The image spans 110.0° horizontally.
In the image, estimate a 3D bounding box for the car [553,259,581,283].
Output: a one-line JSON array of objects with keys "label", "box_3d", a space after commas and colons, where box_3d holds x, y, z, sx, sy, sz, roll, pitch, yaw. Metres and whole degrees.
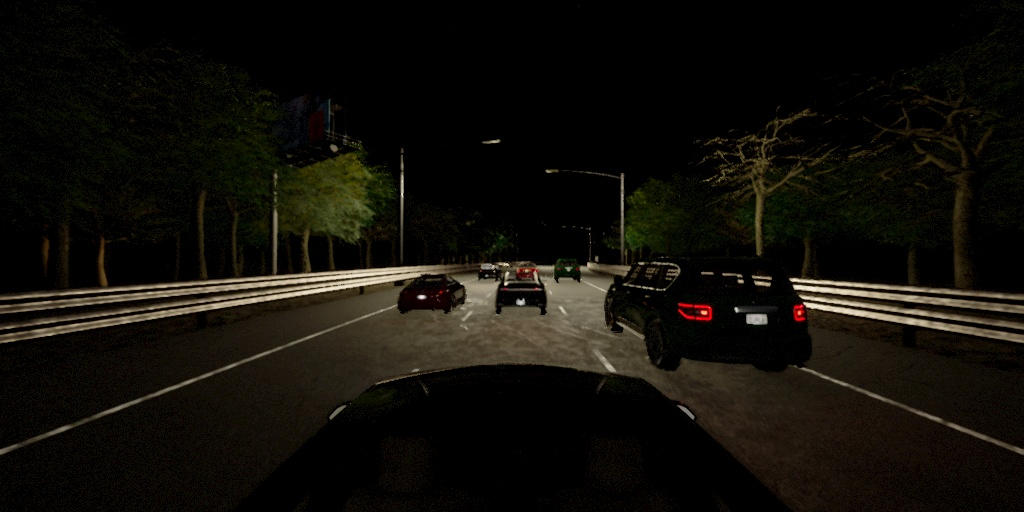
[{"label": "car", "box_3d": [4.933, 1.286, 32.495, 2.150, 2.045, 5.566, 0, -1, 5]}]

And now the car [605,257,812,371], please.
[{"label": "car", "box_3d": [3.682, 1.038, 7.987, 2.150, 2.045, 5.566, 0, 0, 1]}]

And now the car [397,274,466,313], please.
[{"label": "car", "box_3d": [-3.113, 1.442, 14.656, 1.994, 1.385, 4.181, 0, -1, 2]}]

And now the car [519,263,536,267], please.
[{"label": "car", "box_3d": [1.502, 1.423, 33.298, 2.097, 1.767, 4.553, 0, -1, 5]}]

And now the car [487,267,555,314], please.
[{"label": "car", "box_3d": [0.383, 1.370, 14.483, 2.128, 1.511, 4.902, 0, 0, 2]}]

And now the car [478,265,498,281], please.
[{"label": "car", "box_3d": [-1.982, 1.564, 33.671, 2.128, 1.511, 4.902, 0, -1, 5]}]
